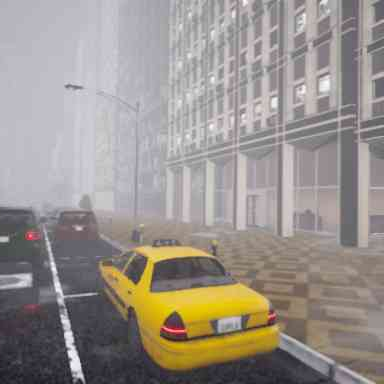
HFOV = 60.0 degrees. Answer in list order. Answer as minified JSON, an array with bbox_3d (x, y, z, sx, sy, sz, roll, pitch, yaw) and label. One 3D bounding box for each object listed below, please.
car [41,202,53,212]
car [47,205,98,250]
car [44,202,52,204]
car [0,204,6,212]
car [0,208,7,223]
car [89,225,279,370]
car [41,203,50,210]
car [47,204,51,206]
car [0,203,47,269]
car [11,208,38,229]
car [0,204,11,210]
[{"bbox_3d":[-29.910,3.056,68.489,2.192,1.841,5.009,1,-2,-25],"label":"car"},{"bbox_3d":[-6.014,1.771,16.935,2.192,1.841,5.009,1,-2,-25],"label":"car"},{"bbox_3d":[-27.521,2.928,63.333,2.192,1.841,5.009,1,-2,-25],"label":"car"},{"bbox_3d":[-37.442,3.061,64.809,1.752,1.417,4.829,1,-2,-25],"label":"car"},{"bbox_3d":[-20.060,2.359,33.593,1.994,1.385,4.181,1,-2,-24],"label":"car"},{"bbox_3d":[-0.615,1.656,6.397,1.801,1.575,5.366,2,-2,-25],"label":"car"},{"bbox_3d":[-34.690,3.437,78.796,1.967,1.590,4.097,1,-2,-25],"label":"car"},{"bbox_3d":[-17.962,2.650,42.705,2.008,1.369,4.403,1,-2,-25],"label":"car"},{"bbox_3d":[-6.576,1.520,12.017,2.150,2.045,5.566,2,-2,-25],"label":"car"},{"bbox_3d":[-14.156,2.211,28.358,1.837,1.490,4.892,2,-2,-25],"label":"car"},{"bbox_3d":[-42.294,3.361,75.273,1.947,1.339,4.313,1,-2,-25],"label":"car"}]
